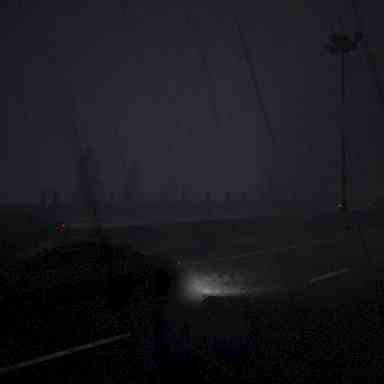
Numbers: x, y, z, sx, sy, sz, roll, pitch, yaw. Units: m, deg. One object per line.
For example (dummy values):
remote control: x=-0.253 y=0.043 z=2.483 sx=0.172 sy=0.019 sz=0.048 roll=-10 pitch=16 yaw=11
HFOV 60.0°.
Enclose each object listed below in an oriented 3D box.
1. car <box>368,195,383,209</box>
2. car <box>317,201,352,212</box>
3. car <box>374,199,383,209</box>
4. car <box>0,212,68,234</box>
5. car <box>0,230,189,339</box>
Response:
car: x=23.933 y=1.421 z=41.209 sx=5.566 sy=2.045 sz=2.150 roll=1 pitch=-1 yaw=-39
car: x=17.444 y=1.748 z=40.489 sx=5.357 sy=1.411 sz=2.033 roll=0 pitch=0 yaw=-39
car: x=21.064 y=1.723 z=34.415 sx=4.181 sy=1.385 sz=1.994 roll=0 pitch=0 yaw=-39
car: x=-8.564 y=1.648 z=15.172 sx=5.357 sy=1.411 sz=2.033 roll=0 pitch=0 yaw=-37
car: x=-2.125 y=1.605 z=6.749 sx=4.181 sy=1.385 sz=1.994 roll=0 pitch=0 yaw=-37
